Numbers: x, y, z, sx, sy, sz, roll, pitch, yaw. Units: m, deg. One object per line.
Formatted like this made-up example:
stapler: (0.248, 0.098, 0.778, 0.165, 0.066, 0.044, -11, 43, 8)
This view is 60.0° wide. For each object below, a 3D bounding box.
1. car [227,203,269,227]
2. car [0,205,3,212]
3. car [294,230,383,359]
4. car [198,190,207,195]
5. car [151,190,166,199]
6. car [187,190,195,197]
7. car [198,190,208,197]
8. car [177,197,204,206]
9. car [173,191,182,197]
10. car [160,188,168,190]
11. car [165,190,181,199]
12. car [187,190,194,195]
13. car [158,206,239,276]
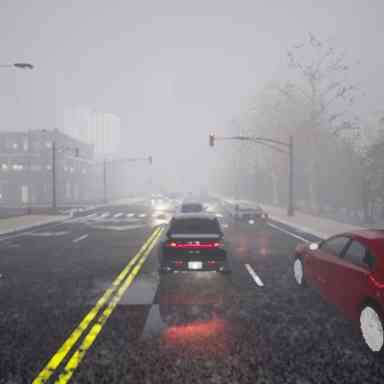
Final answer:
car: (3.269, 1.333, 20.487, 1.895, 1.301, 4.718, 0, 1, 0)
car: (-20.080, 1.406, 31.098, 4.313, 1.339, 1.947, -1, 2, 0)
car: (3.328, 1.400, 5.872, 1.882, 1.535, 5.008, 0, 1, 0)
car: (2.872, 0.145, 92.036, 2.128, 1.511, 4.902, 0, 1, 0)
car: (-6.782, 0.744, 65.046, 1.895, 1.301, 4.718, 0, 1, 0)
car: (-0.337, 0.437, 82.022, 1.812, 1.442, 4.674, 0, 1, 0)
car: (2.913, 0.269, 82.004, 2.097, 1.767, 4.553, 0, 1, 0)
car: (-0.002, 1.272, 19.393, 1.812, 1.442, 4.674, 0, 1, 0)
car: (-3.580, 0.490, 80.620, 1.994, 1.385, 4.181, 0, 1, 0)
car: (-6.830, 0.164, 80.524, 2.150, 2.045, 5.566, 0, 1, 0)
car: (-3.543, 0.707, 65.132, 1.994, 1.385, 4.181, 0, 1, 0)
car: (-0.378, 0.172, 92.023, 1.994, 1.385, 4.181, 0, 1, 0)
car: (0.062, 1.373, 9.859, 1.837, 1.490, 4.892, 0, 0, 0)
